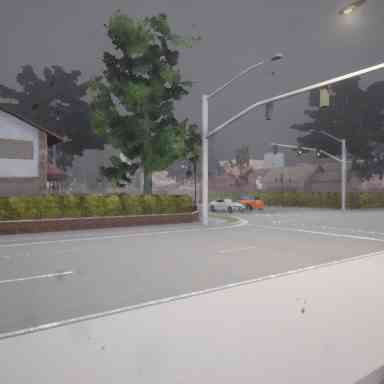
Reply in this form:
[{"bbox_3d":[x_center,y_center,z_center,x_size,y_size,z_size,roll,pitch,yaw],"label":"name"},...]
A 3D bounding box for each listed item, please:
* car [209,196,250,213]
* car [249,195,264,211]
[{"bbox_3d":[3.737,1.435,36.320,1.812,1.442,4.674,0,0,-36],"label":"car"},{"bbox_3d":[6.206,1.255,39.201,2.097,1.767,4.553,0,0,-36],"label":"car"}]
